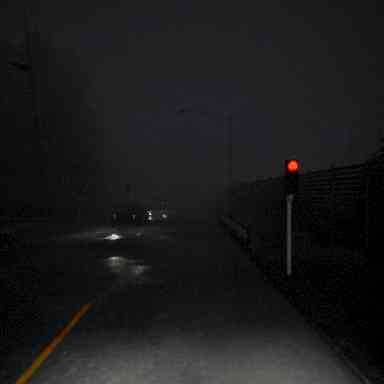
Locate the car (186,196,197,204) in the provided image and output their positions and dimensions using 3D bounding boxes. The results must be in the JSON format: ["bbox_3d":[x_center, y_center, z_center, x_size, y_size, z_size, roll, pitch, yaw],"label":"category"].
[{"bbox_3d":[-0.086,1.452,61.722,1.837,1.490,4.892,0,0,0],"label":"car"}]

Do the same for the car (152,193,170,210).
[{"bbox_3d":[-4.220,1.316,41.310,2.097,1.767,4.553,0,0,0],"label":"car"}]

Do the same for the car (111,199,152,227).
[{"bbox_3d":[-4.167,1.458,22.763,1.882,1.535,5.008,0,0,0],"label":"car"}]

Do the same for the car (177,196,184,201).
[{"bbox_3d":[-4.295,1.474,77.394,5.357,1.411,2.033,0,0,40],"label":"car"}]

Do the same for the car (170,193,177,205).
[{"bbox_3d":[-4.217,1.171,58.128,2.150,2.045,5.566,0,0,0],"label":"car"}]
